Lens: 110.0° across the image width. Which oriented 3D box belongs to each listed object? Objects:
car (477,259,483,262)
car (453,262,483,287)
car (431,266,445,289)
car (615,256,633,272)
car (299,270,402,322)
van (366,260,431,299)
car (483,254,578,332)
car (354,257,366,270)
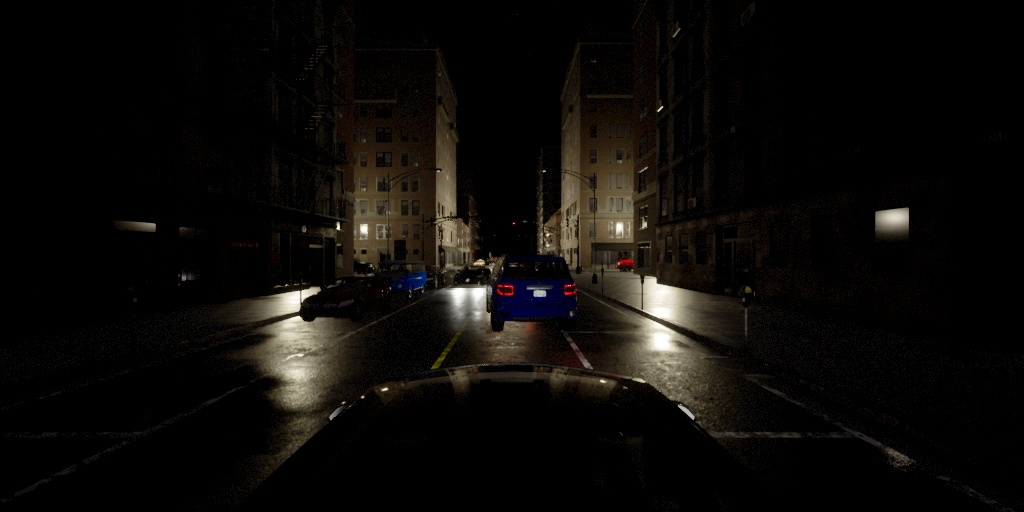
[{"bbox_3d":[-5.393,1.273,60.813,1.751,1.417,4.829,0,0,0],"label":"car"},{"bbox_3d":[-2.686,1.313,24.119,1.994,1.385,4.181,0,0,2],"label":"car"},{"bbox_3d":[-5.392,1.299,23.020,2.007,1.370,4.403,0,0,0],"label":"car"},{"bbox_3d":[15.329,0.877,43.071,5.566,2.045,2.150,0,0,0],"label":"car"},{"bbox_3d":[-5.394,1.331,12.208,1.802,1.307,4.207,0,0,0],"label":"car"},{"bbox_3d":[-5.393,1.090,17.614,1.690,1.789,3.998,0,0,0],"label":"van"},{"bbox_3d":[0.360,0.971,11.050,2.150,2.045,5.566,0,0,-6],"label":"car"},{"bbox_3d":[-18.233,1.064,40.064,5.566,2.045,2.150,0,0,0],"label":"car"}]
